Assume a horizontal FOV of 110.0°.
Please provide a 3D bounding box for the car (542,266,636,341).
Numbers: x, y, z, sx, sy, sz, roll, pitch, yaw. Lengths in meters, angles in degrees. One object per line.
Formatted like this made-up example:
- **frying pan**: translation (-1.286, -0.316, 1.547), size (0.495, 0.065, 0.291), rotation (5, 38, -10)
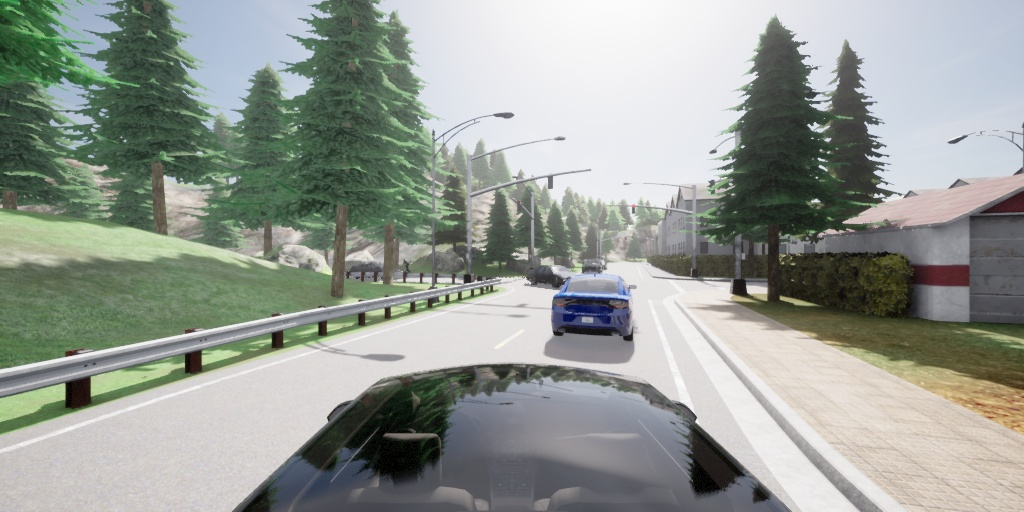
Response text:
- **car**: translation (2.412, 1.228, 10.092), size (1.882, 1.535, 5.008), rotation (0, 0, 18)

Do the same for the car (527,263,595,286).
- **car**: translation (2.792, 1.305, 23.261), size (2.033, 1.411, 5.357), rotation (0, 0, -23)

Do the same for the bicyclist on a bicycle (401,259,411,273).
- **bicyclist on a bicycle**: translation (-11.291, 1.167, 38.122), size (0.582, 1.620, 1.656), rotation (-2, 5, 18)

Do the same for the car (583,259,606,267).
- **car**: translation (9.614, 1.102, 42.821), size (2.097, 1.767, 4.553), rotation (0, 0, 19)

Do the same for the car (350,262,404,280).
- **car**: translation (-11.530, 1.258, 30.772), size (4.902, 1.511, 2.128), rotation (0, 0, 18)
